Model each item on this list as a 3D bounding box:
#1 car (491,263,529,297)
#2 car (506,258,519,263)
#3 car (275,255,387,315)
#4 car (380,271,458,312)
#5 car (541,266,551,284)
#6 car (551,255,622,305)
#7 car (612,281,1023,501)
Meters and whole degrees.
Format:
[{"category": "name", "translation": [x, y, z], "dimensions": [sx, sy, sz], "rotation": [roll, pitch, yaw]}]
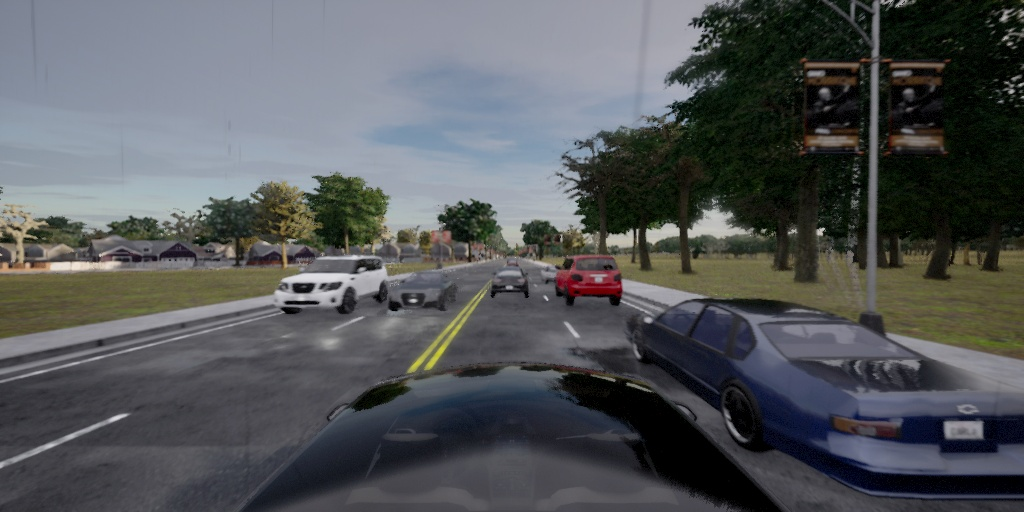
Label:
[{"category": "car", "translation": [-0.093, 1.291, 18.858], "dimensions": [1.812, 1.442, 4.674], "rotation": [0, 0, 1]}, {"category": "car", "translation": [0.086, 1.322, 55.409], "dimensions": [1.812, 1.442, 4.674], "rotation": [0, 0, 0]}, {"category": "car", "translation": [-6.602, 0.982, 13.991], "dimensions": [2.150, 2.045, 5.566], "rotation": [0, 0, 0]}, {"category": "car", "translation": [-3.353, 1.324, 14.164], "dimensions": [1.994, 1.385, 4.181], "rotation": [0, 0, 0]}, {"category": "car", "translation": [3.246, 1.374, 27.126], "dimensions": [1.895, 1.301, 4.718], "rotation": [0, 0, 0]}, {"category": "car", "translation": [3.248, 0.984, 16.125], "dimensions": [2.150, 2.045, 5.566], "rotation": [0, 0, 0]}, {"category": "car", "translation": [3.249, 1.300, 5.093], "dimensions": [2.033, 1.411, 5.357], "rotation": [0, 0, 0]}]
